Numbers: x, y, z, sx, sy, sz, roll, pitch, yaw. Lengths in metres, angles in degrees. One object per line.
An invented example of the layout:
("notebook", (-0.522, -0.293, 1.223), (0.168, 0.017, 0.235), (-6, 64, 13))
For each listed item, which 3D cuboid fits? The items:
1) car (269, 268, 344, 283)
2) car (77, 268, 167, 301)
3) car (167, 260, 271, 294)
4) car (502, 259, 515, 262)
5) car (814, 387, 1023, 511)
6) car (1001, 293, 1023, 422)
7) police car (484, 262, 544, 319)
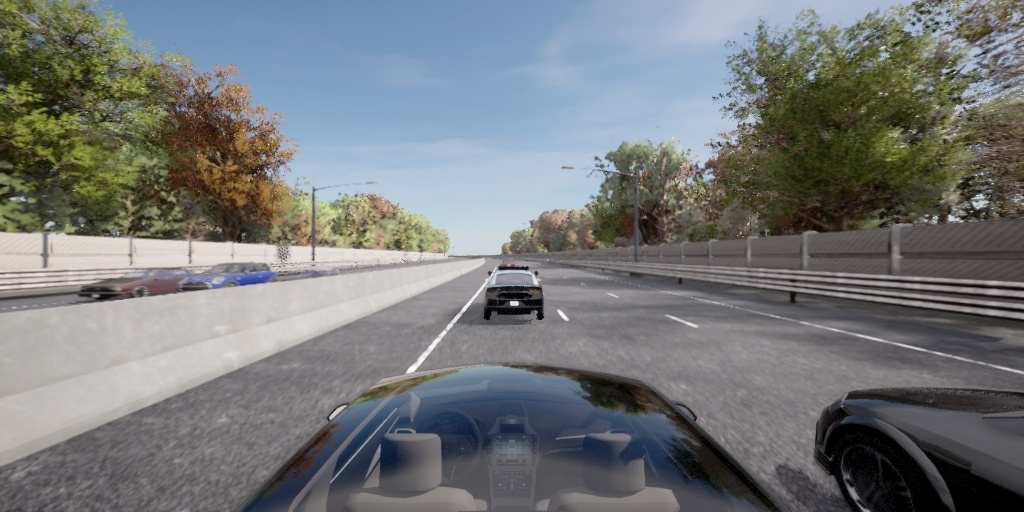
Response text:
("car", (-10.626, 1.358, 19.608), (1.895, 1.301, 4.718), (0, 0, 0))
("car", (-17.627, 1.304, 17.832), (2.033, 1.411, 5.357), (0, 0, 0))
("car", (-14.129, 1.108, 18.162), (2.097, 1.767, 4.553), (0, 0, 0))
("car", (-0.402, 1.117, 42.994), (2.097, 1.767, 4.553), (0, 0, -1))
("car", (3.592, 1.313, 1.337), (1.994, 1.385, 4.181), (0, 0, 0))
("car", (7.093, 1.226, 2.009), (1.882, 1.535, 5.008), (0, 0, 0))
("police car", (0.052, 1.179, 13.019), (1.930, 1.638, 5.238), (0, 0, 0))
